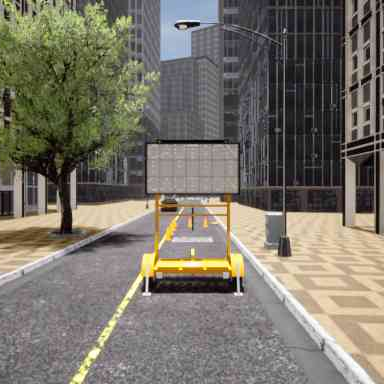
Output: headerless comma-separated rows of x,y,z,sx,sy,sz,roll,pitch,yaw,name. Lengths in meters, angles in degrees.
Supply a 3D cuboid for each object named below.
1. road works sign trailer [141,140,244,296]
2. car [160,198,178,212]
0.018,0.463,8.620,2.380,3.560,2.880,0,0,0,road works sign trailer
-2.669,1.504,38.923,1.882,1.535,5.008,0,0,0,car
